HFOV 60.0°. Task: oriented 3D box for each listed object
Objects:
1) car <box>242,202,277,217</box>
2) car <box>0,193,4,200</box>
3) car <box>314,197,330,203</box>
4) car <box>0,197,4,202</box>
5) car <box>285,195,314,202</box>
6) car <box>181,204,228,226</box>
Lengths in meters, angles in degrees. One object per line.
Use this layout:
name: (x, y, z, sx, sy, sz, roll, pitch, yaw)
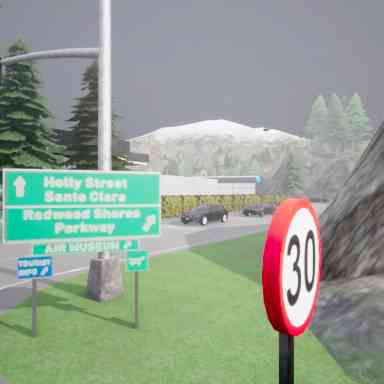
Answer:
car: (7.121, 1.739, 34.250, 2.033, 1.411, 5.357, 0, 0, 36)
car: (-38.569, 1.489, 69.983, 4.514, 1.523, 2.007, 0, 0, 35)
car: (28.281, 1.787, 74.896, 1.895, 1.301, 4.718, 0, 0, -42)
car: (-12.360, 1.505, 26.044, 1.905, 1.878, 3.866, 0, 0, 35)
car: (13.415, 1.413, 42.823, 2.150, 2.045, 5.566, 0, 0, 36)
car: (1.066, 1.696, 25.929, 1.837, 1.490, 4.892, 0, 0, 36)
